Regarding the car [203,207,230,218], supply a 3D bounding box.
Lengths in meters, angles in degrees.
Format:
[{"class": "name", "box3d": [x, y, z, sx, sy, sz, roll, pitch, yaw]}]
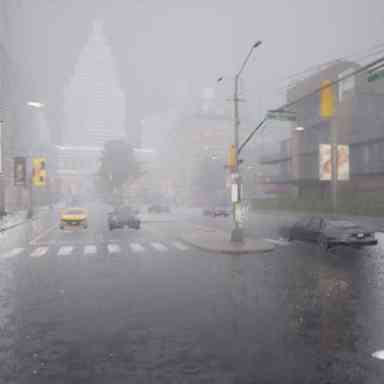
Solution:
[{"class": "car", "box3d": [2.796, 2.371, 39.335, 1.895, 1.301, 4.718, 0, -1, -16]}]

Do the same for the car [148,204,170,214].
[{"class": "car", "box3d": [-5.030, 2.546, 51.278, 1.812, 1.442, 4.674, 1, -1, -34]}]

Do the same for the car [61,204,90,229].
[{"class": "car", "box3d": [-9.159, 2.015, 26.205, 1.882, 1.535, 5.008, 0, -1, -16]}]

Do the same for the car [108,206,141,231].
[{"class": "car", "box3d": [-5.132, 1.856, 24.909, 2.097, 1.767, 4.553, 0, -1, -16]}]

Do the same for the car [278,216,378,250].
[{"class": "car", "box3d": [6.171, 1.851, 15.897, 2.033, 1.411, 5.357, 0, -1, -15]}]
